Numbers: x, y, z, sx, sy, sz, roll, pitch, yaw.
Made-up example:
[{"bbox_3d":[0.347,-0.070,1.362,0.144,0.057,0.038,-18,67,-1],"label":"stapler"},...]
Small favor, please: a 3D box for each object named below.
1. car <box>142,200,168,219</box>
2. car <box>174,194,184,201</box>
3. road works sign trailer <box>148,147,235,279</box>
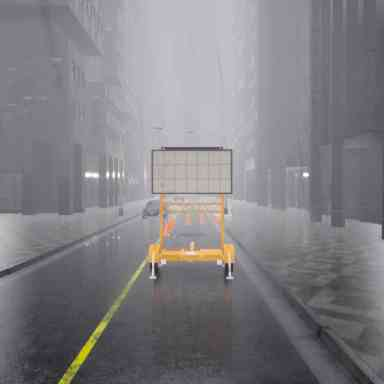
[{"bbox_3d":[-3.114,1.480,28.588,1.837,1.490,4.892,0,0,0],"label":"car"},{"bbox_3d":[-3.035,1.091,77.708,2.150,2.045,5.566,0,0,0],"label":"car"},{"bbox_3d":[0.003,0.459,10.014,2.380,3.560,2.880,0,0,1],"label":"road works sign trailer"}]
